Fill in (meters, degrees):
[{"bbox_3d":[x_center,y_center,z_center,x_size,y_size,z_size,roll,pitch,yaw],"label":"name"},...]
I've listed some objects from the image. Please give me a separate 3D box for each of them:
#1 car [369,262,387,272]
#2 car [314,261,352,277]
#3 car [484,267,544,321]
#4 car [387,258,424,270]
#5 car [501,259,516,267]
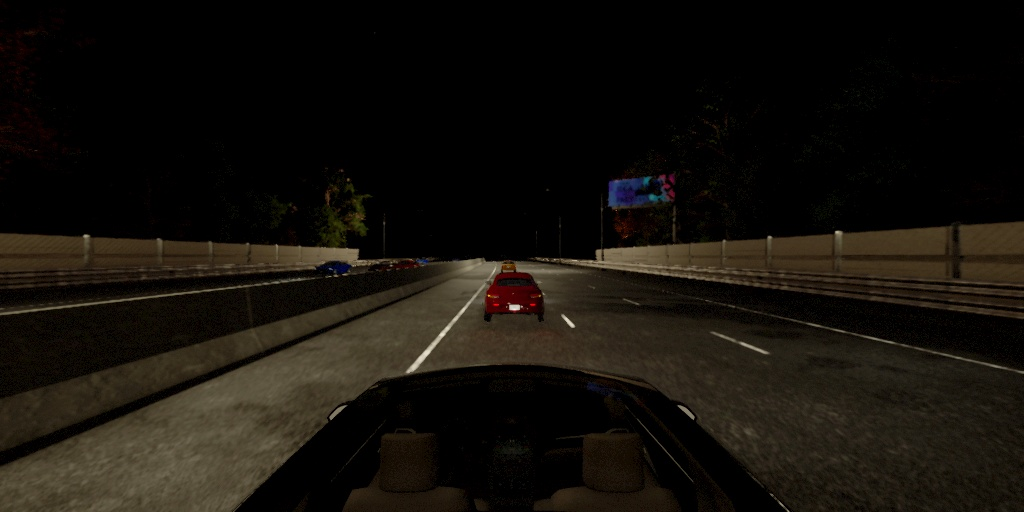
[{"bbox_3d":[-14.553,1.312,40.596,1.994,1.385,4.181,0,0,-1],"label":"car"},{"bbox_3d":[-17.965,1.229,36.184,1.882,1.535,5.008,0,0,-1],"label":"car"},{"bbox_3d":[0.065,1.275,12.346,1.812,1.442,4.674,0,0,0],"label":"car"},{"bbox_3d":[-10.985,1.226,37.281,1.882,1.535,5.008,0,0,-1],"label":"car"},{"bbox_3d":[-0.438,1.199,43.922,1.801,1.575,5.366,0,0,-1],"label":"car"}]
